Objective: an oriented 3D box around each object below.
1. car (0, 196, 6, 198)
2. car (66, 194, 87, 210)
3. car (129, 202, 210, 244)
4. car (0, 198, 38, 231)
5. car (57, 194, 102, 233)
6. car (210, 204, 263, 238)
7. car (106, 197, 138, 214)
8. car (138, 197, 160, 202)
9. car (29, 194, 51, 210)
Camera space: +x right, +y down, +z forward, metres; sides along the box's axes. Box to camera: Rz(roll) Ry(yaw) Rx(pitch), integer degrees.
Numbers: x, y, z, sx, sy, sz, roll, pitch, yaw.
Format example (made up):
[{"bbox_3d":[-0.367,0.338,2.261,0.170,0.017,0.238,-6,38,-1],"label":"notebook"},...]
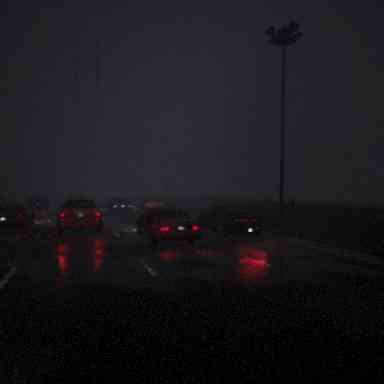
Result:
[{"bbox_3d":[-18.178,1.010,31.060,1.994,1.385,4.181,1,1,-20],"label":"car"},{"bbox_3d":[-11.971,0.975,34.500,1.882,1.535,5.008,1,0,-20],"label":"car"},{"bbox_3d":[-1.254,1.385,14.865,2.033,1.411,5.357,1,1,-19],"label":"car"},{"bbox_3d":[-9.783,1.254,17.969,1.994,1.385,4.181,1,1,-20],"label":"car"},{"bbox_3d":[-6.016,1.095,17.823,2.097,1.767,4.553,1,1,-20],"label":"car"},{"bbox_3d":[1.749,1.366,16.869,1.837,1.490,4.892,1,1,-19],"label":"car"},{"bbox_3d":[-6.503,1.169,29.561,2.033,1.411,5.357,1,1,-19],"label":"car"},{"bbox_3d":[-4.334,1.208,33.917,1.895,1.301,4.718,1,1,-20],"label":"car"},{"bbox_3d":[-15.262,0.941,33.309,1.882,1.535,5.008,1,0,-20],"label":"car"}]
